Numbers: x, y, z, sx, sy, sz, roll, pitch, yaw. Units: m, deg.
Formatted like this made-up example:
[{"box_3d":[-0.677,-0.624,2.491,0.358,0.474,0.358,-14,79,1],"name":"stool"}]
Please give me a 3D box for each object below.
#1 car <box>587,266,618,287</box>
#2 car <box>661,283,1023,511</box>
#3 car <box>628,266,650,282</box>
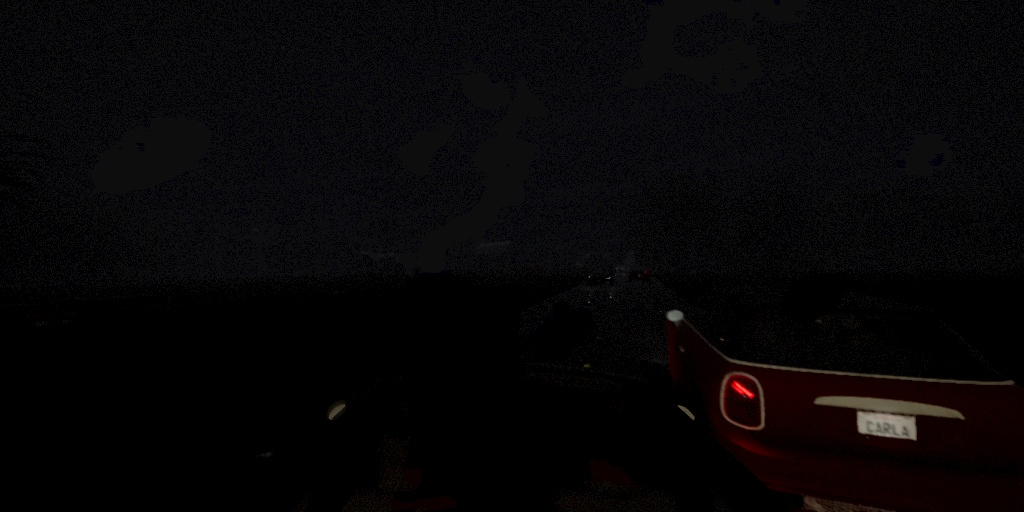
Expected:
[{"box_3d":[7.154,1.567,28.616,1.882,1.535,5.008,0,-1,18],"name":"car"},{"box_3d":[3.060,1.122,4.306,2.097,1.767,4.553,0,-1,18],"name":"car"},{"box_3d":[12.229,1.666,34.545,1.882,1.535,5.008,0,-1,19],"name":"car"}]
